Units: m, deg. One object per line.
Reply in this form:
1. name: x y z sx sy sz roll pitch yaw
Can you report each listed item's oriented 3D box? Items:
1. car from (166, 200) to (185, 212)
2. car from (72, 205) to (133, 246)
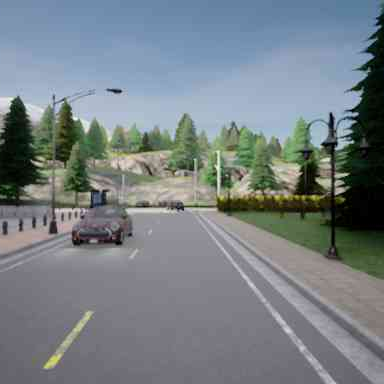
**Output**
1. car: -2.285 1.849 45.251 1.837 1.490 4.892 0 -1 -14
2. car: -4.157 1.474 16.045 2.097 1.767 4.553 0 0 -2
